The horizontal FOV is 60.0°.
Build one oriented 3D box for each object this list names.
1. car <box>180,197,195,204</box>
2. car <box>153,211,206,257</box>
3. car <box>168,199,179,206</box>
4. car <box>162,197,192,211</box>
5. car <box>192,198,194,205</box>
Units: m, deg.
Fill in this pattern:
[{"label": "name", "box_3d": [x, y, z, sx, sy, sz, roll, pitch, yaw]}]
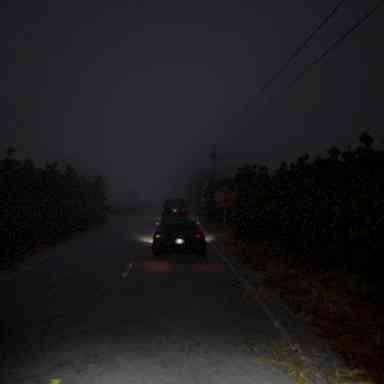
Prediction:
[{"label": "car", "box_3d": [-1.173, 2.238, 89.701, 2.097, 1.767, 4.553, 0, -1, -28]}, {"label": "car", "box_3d": [-0.559, 1.709, 13.615, 1.994, 1.385, 4.181, 0, -1, -4]}, {"label": "car", "box_3d": [-3.949, 2.295, 71.659, 2.033, 1.411, 5.357, 0, -1, 1]}, {"label": "car", "box_3d": [-1.338, 1.517, 27.609, 2.150, 2.045, 5.566, 0, 0, -1]}, {"label": "car", "box_3d": [-0.554, 2.387, 79.656, 1.994, 1.385, 4.181, 0, -1, 1]}]
